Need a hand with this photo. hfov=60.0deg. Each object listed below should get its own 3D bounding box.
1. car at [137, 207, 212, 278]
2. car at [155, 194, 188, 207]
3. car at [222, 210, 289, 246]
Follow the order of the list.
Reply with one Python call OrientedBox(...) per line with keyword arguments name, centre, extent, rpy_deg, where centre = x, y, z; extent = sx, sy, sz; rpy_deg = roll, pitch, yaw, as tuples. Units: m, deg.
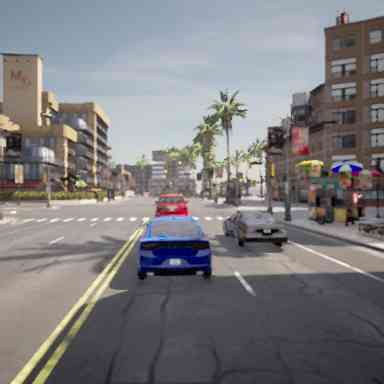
OrientedBox(name="car", centre=(-0.563, 1.459, 10.141), extent=(1.882, 1.535, 5.008), rpy_deg=(0, 0, -4))
OrientedBox(name="car", centre=(-1.429, 1.180, 23.281), extent=(2.150, 2.045, 5.566), rpy_deg=(0, 0, -4))
OrientedBox(name="car", centre=(2.645, 1.510, 14.967), extent=(2.033, 1.411, 5.357), rpy_deg=(0, 0, -4))
